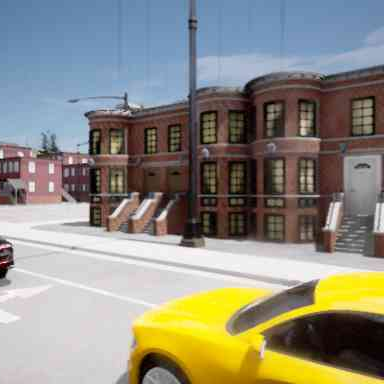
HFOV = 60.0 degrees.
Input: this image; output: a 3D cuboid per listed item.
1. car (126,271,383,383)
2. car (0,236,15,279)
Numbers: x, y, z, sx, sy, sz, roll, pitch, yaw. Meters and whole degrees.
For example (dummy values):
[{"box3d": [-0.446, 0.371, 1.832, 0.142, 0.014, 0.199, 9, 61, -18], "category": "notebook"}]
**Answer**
[{"box3d": [1.588, 1.478, 2.863, 5.008, 1.535, 1.882, 0, 0, 36], "category": "car"}, {"box3d": [-6.582, 1.497, 8.694, 4.902, 1.511, 2.128, 0, 0, 34], "category": "car"}]
